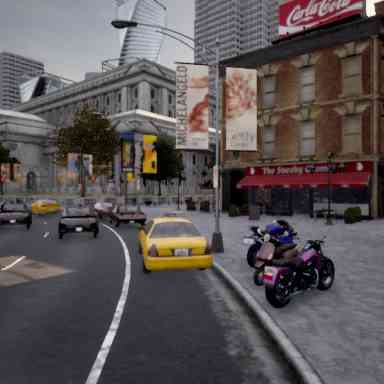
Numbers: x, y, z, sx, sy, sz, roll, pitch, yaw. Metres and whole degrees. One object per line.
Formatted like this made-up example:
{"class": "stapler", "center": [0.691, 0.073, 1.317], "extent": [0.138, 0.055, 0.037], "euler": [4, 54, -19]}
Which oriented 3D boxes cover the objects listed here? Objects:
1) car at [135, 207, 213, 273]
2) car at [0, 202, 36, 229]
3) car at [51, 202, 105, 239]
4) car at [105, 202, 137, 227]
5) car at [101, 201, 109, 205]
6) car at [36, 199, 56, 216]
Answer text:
{"class": "car", "center": [-0.755, 1.453, 10.710], "extent": [1.801, 1.575, 5.366], "euler": [0, 0, -11]}
{"class": "car", "center": [-11.368, 1.482, 21.413], "extent": [2.128, 1.511, 4.902], "euler": [0, 0, -25]}
{"class": "car", "center": [-6.014, 1.485, 17.612], "extent": [2.128, 1.511, 4.902], "euler": [0, 0, -19]}
{"class": "car", "center": [-4.548, 1.588, 22.874], "extent": [1.895, 1.301, 4.718], "euler": [0, 0, -21]}
{"class": "car", "center": [-7.283, 1.510, 27.909], "extent": [2.002, 1.452, 4.674], "euler": [0, 0, -31]}
{"class": "car", "center": [-14.463, 1.463, 32.638], "extent": [1.882, 1.535, 5.008], "euler": [0, 0, -37]}
